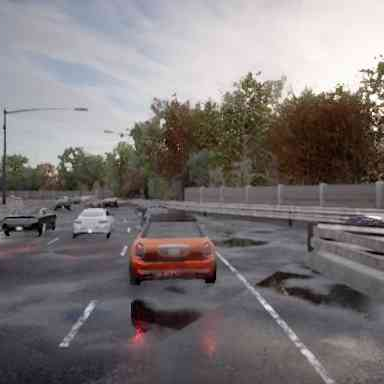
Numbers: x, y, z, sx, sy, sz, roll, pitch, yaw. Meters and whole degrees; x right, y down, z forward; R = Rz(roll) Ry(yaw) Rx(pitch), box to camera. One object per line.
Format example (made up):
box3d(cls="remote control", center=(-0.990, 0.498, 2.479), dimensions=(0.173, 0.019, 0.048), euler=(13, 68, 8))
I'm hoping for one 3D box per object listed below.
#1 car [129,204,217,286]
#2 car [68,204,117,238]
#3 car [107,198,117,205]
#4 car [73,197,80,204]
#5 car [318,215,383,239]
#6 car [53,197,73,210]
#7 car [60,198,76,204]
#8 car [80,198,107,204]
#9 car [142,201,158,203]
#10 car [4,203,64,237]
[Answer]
box3d(cls="car", center=(-0.607, 1.402, 9.761), dimensions=(2.097, 1.767, 4.553), euler=(0, 0, -5))
box3d(cls="car", center=(-5.295, 1.618, 18.169), dimensions=(1.812, 1.442, 4.674), euler=(0, 0, -10))
box3d(cls="car", center=(-12.827, 1.739, 50.876), dimensions=(1.882, 1.535, 5.008), euler=(0, 0, -27))
box3d(cls="car", center=(-25.122, 1.754, 69.991), dimensions=(2.033, 1.411, 5.357), euler=(0, 0, -41))
box3d(cls="car", center=(7.202, 1.654, 13.977), dimensions=(1.994, 1.385, 4.181), euler=(0, 0, -38))
box3d(cls="car", center=(-17.632, 1.736, 44.986), dimensions=(1.837, 1.490, 4.892), euler=(0, 0, -25))
box3d(cls="car", center=(-26.960, 1.924, 72.193), dimensions=(1.994, 1.385, 4.181), euler=(0, 0, -41))
box3d(cls="car", center=(-12.577, 1.568, 42.261), dimensions=(2.097, 1.767, 4.553), euler=(0, 0, -23))
box3d(cls="car", center=(-4.118, 1.656, 31.949), dimensions=(2.128, 1.511, 4.902), euler=(0, 0, -26))
box3d(cls="car", center=(-8.973, 1.589, 18.813), dimensions=(2.128, 1.511, 4.902), euler=(0, 0, -11))
